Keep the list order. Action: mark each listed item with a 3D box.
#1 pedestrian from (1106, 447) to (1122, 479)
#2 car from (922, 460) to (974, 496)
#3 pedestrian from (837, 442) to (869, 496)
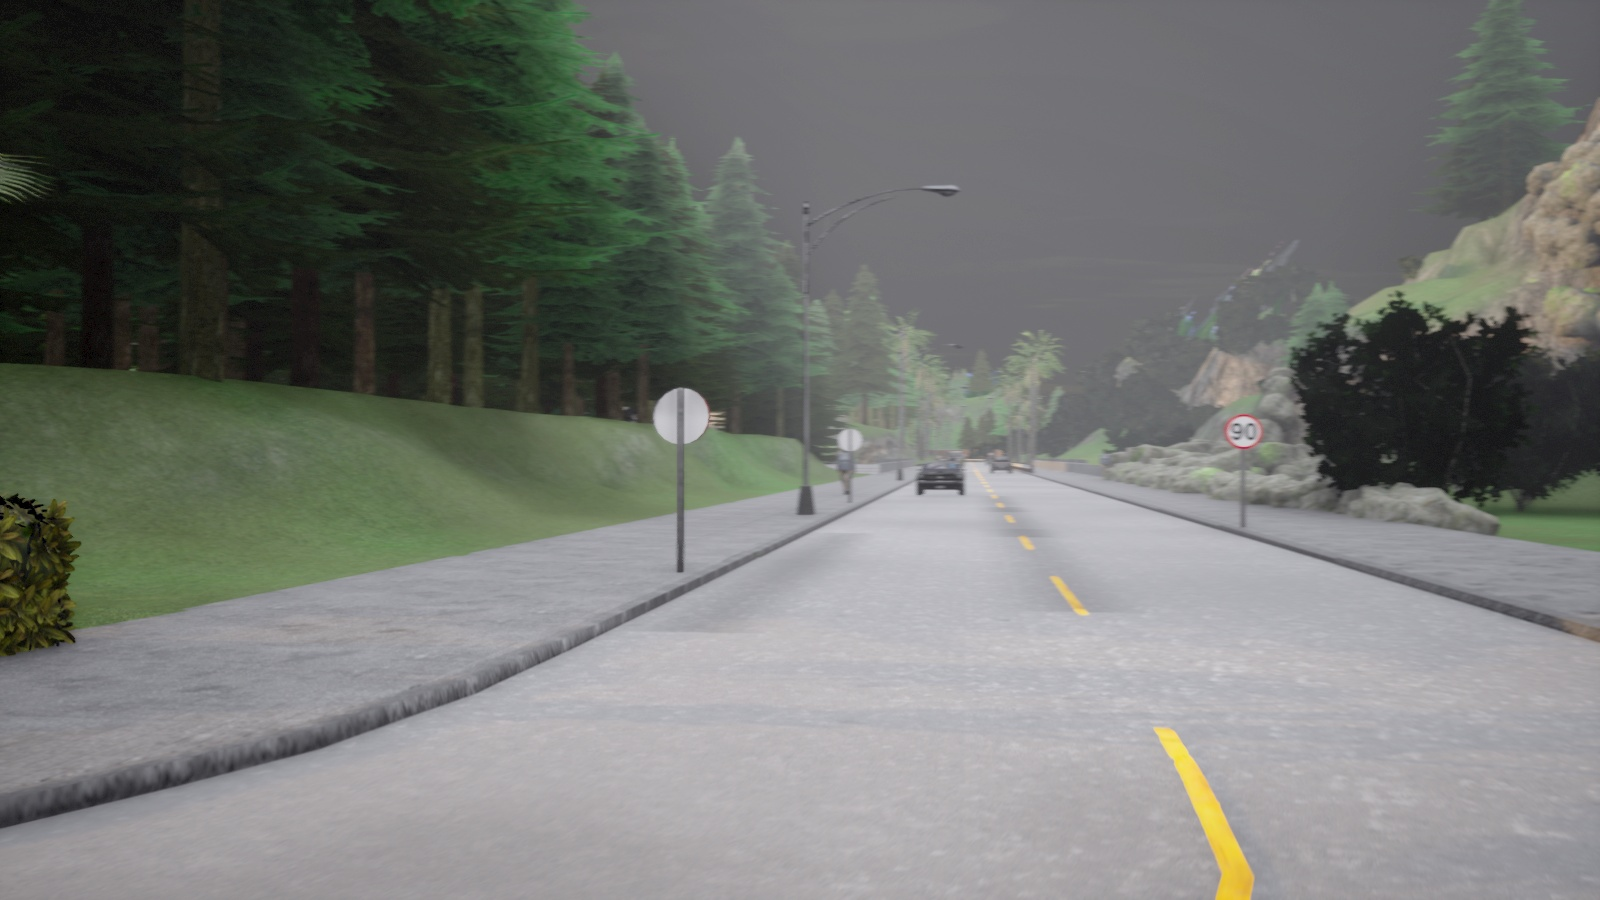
[{"bbox_3d":[18.189,0.745,72.818,0.874,1.855,0.900,0,0,12],"label":"pedestrian"},{"bbox_3d":[5.782,1.065,48.668,1.895,1.301,4.718,0,0,8],"label":"car"},{"bbox_3d":[1.879,0.668,44.388,0.874,1.855,0.900,0,0,19],"label":"pedestrian"}]
